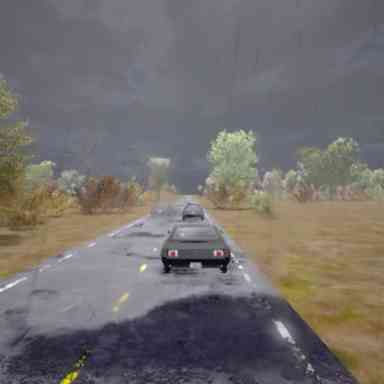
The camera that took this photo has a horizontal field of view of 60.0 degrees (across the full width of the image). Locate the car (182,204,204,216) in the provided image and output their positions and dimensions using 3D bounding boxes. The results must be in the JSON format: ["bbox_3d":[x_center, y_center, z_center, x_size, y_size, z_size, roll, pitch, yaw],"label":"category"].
[{"bbox_3d":[0.110,1.797,31.222,1.994,1.385,4.181,0,0,0],"label":"car"}]

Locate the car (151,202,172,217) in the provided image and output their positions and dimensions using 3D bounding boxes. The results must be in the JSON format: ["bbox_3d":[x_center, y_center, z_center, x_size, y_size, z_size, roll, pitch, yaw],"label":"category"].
[{"bbox_3d":[-3.072,1.744,34.050,2.128,1.511,4.902,0,0,0],"label":"car"}]

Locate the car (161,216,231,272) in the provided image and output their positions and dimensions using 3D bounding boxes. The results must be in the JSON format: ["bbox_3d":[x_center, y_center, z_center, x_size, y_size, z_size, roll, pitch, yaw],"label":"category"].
[{"bbox_3d":[0.104,1.686,11.085,1.895,1.301,4.718,0,0,0],"label":"car"}]
